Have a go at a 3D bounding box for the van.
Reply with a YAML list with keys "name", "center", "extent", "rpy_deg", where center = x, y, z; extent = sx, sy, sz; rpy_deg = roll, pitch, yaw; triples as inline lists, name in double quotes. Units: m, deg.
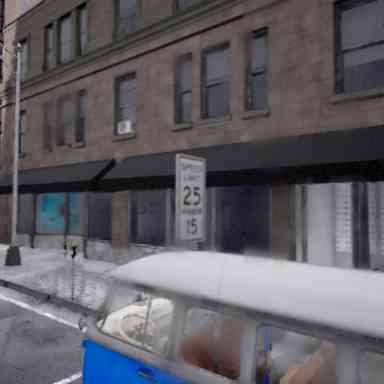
- name: "van"
  center: [0.870, 1.443, 2.303]
  extent: [3.998, 1.788, 1.690]
  rpy_deg: [-1, -3, 37]
